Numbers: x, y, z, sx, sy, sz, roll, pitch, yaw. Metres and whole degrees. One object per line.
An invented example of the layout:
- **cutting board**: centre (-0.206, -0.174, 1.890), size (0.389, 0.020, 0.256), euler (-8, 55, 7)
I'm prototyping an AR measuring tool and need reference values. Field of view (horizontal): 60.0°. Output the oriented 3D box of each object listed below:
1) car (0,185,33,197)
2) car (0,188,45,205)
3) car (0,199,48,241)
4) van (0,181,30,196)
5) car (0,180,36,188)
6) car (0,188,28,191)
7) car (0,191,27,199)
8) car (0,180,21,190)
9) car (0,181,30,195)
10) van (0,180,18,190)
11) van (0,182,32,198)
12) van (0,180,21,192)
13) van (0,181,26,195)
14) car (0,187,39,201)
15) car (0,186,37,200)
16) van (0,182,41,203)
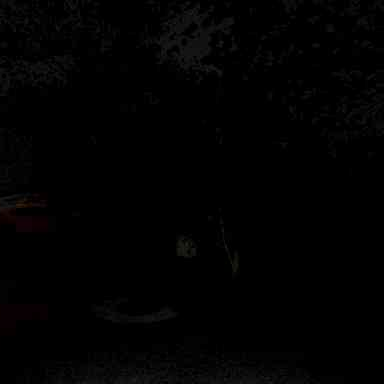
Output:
- **car**: centre (-23.810, -0.136, 43.812), size (5.008, 1.535, 2.097), euler (1, 1, -31)
- **car**: centre (-16.812, 0.445, 31.883), size (4.792, 1.488, 2.163), euler (1, 2, -31)
- **car**: centre (-7.013, 1.265, 15.316), size (5.008, 1.535, 2.097), euler (1, 2, -31)
- **van**: centre (-25.114, -0.458, 46.248), size (4.442, 1.987, 1.878), euler (1, 2, -31)
- **car**: centre (-15.348, 0.287, 29.521), size (5.566, 2.045, 2.435), euler (1, 2, -31)
- **car**: centre (-12.730, 0.776, 24.653), size (5.366, 1.575, 1.946), euler (1, 2, -31)
- **car**: centre (-8.384, 1.019, 17.715), size (4.553, 1.767, 2.185), euler (1, 2, -31)
- **car**: centre (-39.369, -1.472, 70.125), size (5.566, 2.045, 2.435), euler (1, 1, -31)
- **car**: centre (-28.051, -0.682, 50.942), size (5.566, 2.045, 2.435), euler (1, 1, -31)
- **van**: centre (-40.652, -1.543, 72.584), size (4.442, 1.987, 1.878), euler (1, 1, -31)
- **van**: centre (-22.486, -0.262, 41.352), size (4.442, 1.987, 1.878), euler (1, 2, -31)
- **van**: centre (-35.025, -1.150, 63.047), size (4.442, 1.987, 1.878), euler (1, 1, -31)
- **van**: centre (-26.721, -0.560, 48.514), size (4.442, 1.987, 1.878), euler (1, 1, -31)
- **car**: centre (-19.639, 0.204, 36.787), size (4.792, 1.488, 2.163), euler (1, 2, -31)
- **car**: centre (-20.978, 0.099, 39.059), size (4.792, 1.488, 2.163), euler (1, 2, -31)
- **van**: centre (-18.147, 0.067, 34.440), size (4.442, 1.987, 1.878), euler (1, 2, -31)
